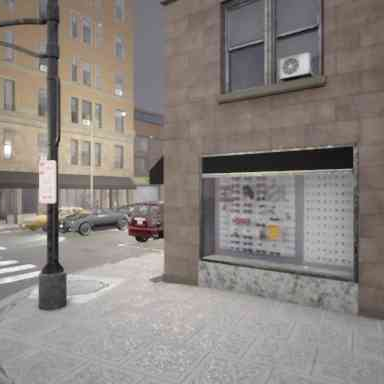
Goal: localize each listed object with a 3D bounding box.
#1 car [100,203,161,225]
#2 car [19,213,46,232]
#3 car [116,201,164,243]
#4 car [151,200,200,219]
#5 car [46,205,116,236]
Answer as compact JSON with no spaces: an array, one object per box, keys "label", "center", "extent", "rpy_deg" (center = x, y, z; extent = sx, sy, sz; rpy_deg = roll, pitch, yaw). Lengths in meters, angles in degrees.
[{"label":"car","center":[-4.489,1.543,24.879],"extent":[1.947,1.339,4.313],"rpy_deg":[0,0,35]},{"label":"car","center":[-7.814,1.514,20.096],"extent":[1.752,1.417,4.829],"rpy_deg":[0,0,35]},{"label":"car","center":[-0.732,1.303,15.346],"extent":[2.192,1.841,5.009],"rpy_deg":[0,0,35]},{"label":"car","center":[-1.358,1.490,29.382],"extent":[1.752,1.417,4.829],"rpy_deg":[0,0,35]},{"label":"car","center":[-5.515,1.552,18.573],"extent":[1.994,1.385,4.181],"rpy_deg":[0,0,35]}]
